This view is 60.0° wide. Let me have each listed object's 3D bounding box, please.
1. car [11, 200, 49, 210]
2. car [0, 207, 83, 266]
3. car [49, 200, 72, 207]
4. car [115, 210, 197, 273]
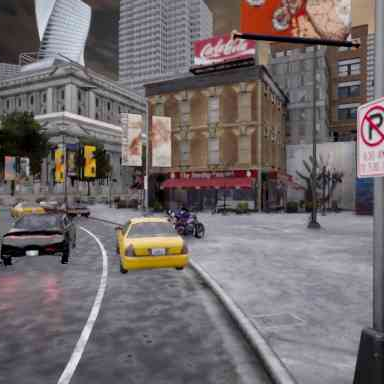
[{"bbox_3d":[-13.619,1.444,27.405,1.801,1.575,5.366,0,0,-37],"label":"car"},{"bbox_3d":[-5.149,1.488,11.655,2.128,1.511,4.902,0,0,-16],"label":"car"},{"bbox_3d":[-14.167,1.507,33.065,2.002,1.452,4.674,0,0,-44],"label":"car"},{"bbox_3d":[-1.478,1.456,10.764,1.801,1.575,5.366,0,0,-15],"label":"car"}]
